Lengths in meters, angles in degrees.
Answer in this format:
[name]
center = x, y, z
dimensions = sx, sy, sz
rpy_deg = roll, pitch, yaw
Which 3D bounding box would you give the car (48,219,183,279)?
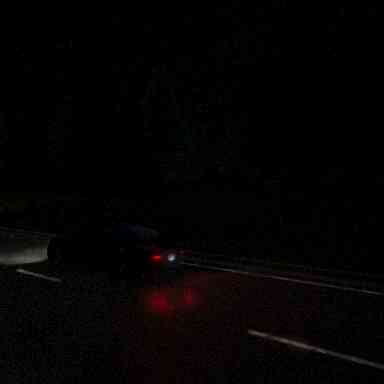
[car]
center = -2.398, 1.528, 10.000
dimensions = 4.674, 1.442, 1.812
rpy_deg = 0, 0, 35
